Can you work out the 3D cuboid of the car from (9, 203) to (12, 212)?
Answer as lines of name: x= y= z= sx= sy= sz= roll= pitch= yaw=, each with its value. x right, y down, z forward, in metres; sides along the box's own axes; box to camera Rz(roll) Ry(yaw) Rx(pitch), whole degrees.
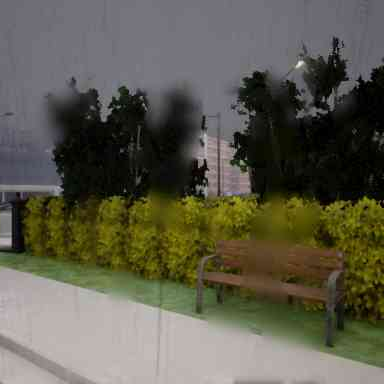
car: x=-16.631 y=1.480 z=35.836 sx=1.812 sy=1.442 sz=4.674 roll=0 pitch=0 yaw=35

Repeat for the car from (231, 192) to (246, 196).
car: x=10.380 y=0.696 z=74.207 sx=2.033 sy=1.411 sz=5.357 roll=0 pitch=0 yaw=35

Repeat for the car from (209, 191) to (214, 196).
car: x=2.838 y=0.582 z=69.542 sx=2.097 sy=1.767 sz=4.553 roll=0 pitch=1 yaw=35

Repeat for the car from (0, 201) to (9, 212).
car: x=-19.769 y=1.520 z=37.453 sx=1.994 sy=1.385 sz=4.181 roll=0 pitch=0 yaw=35
